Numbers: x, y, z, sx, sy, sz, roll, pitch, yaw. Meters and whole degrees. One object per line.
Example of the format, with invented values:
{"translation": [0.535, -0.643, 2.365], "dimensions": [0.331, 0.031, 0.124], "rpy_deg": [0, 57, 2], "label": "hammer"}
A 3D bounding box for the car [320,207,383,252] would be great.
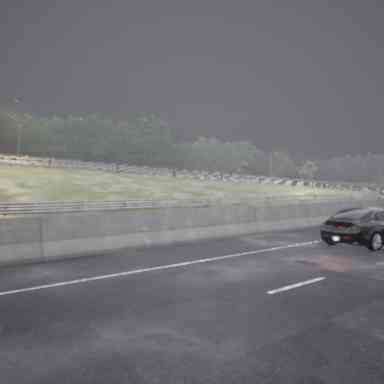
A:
{"translation": [7.082, 1.358, 13.159], "dimensions": [4.892, 1.490, 1.837], "rpy_deg": [-1, 1, -35], "label": "car"}
